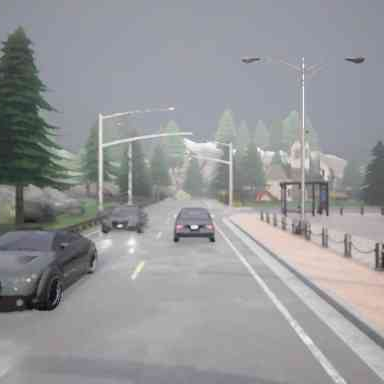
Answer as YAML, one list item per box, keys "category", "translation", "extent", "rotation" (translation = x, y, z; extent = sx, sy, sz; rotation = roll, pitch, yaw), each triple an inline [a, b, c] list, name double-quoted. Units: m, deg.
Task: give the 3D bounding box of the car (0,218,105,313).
- category: "car"
  translation: [-3.578, 1.514, 7.511]
  extent: [1.994, 1.385, 4.181]
  rotation: [0, 0, 0]

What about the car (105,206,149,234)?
- category: "car"
  translation: [-3.513, 1.445, 18.174]
  extent: [1.994, 1.385, 4.181]
  rotation: [0, 0, 0]

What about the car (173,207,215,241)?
- category: "car"
  translation: [0.096, 1.443, 15.892]
  extent: [2.033, 1.411, 5.357]
  rotation: [0, 0, 0]
